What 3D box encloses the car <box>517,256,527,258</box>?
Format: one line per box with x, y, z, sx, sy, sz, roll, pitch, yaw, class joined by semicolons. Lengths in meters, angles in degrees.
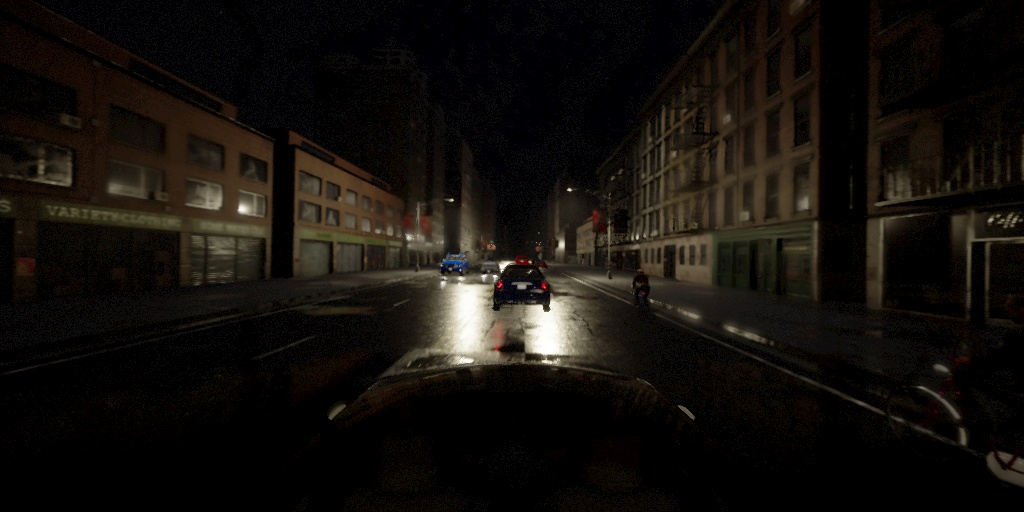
1.584;0.978;57.135;2.150;2.045;5.566;1;0;2;car

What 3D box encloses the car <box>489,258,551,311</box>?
0.409;1.110;14.778;2.097;1.767;4.553;1;0;2;car

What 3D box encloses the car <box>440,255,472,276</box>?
-5.692;0.879;36.357;2.150;2.045;5.566;1;0;2;car

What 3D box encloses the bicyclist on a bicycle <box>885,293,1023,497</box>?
4.129;1.184;3.073;0.659;1.776;1.843;1;0;2;bicyclist on a bicycle

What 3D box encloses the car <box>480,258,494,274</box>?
-2.343;1.254;39.973;2.033;1.411;5.357;1;0;2;car

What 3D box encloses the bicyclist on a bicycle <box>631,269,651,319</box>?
4.380;1.271;12.199;0.582;1.620;1.656;1;0;2;bicyclist on a bicycle
